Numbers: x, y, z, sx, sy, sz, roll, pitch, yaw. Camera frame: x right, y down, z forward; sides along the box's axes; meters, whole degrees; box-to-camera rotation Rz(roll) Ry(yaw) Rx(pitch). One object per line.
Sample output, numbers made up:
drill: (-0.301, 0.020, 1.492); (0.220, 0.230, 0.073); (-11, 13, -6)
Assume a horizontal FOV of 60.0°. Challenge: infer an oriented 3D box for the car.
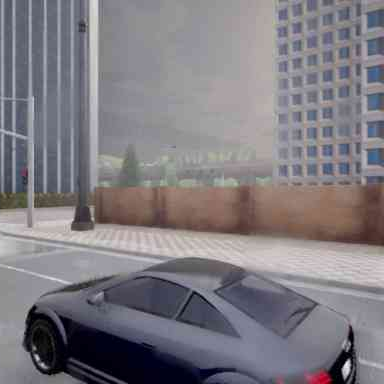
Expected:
car: (-0.238, 1.563, 4.174); (4.181, 1.385, 1.994); (0, 0, 35)
